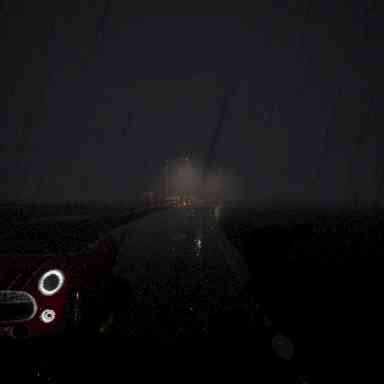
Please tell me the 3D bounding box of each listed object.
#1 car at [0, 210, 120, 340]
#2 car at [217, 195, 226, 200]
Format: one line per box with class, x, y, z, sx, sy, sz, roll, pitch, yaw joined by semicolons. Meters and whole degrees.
car;-2.909;1.346;6.847;2.097;1.767;4.553;0;0;-1
car;8.388;1.484;93.279;2.033;1.411;5.357;0;0;13
